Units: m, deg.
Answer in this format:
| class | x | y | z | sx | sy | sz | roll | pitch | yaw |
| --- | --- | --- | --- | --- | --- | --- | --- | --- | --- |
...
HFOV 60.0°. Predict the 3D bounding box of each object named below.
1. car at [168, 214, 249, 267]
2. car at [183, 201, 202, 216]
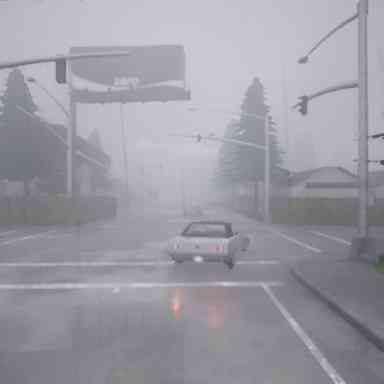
| class | x | y | z | sx | sy | sz | roll | pitch | yaw |
| --- | --- | --- | --- | --- | --- | --- | --- | --- | --- |
| car | 0.800 | 1.650 | 11.640 | 1.895 | 1.301 | 4.718 | 0 | -1 | 16 |
| car | 0.079 | 1.653 | 34.653 | 1.812 | 1.442 | 4.674 | -1 | 0 | 0 |
